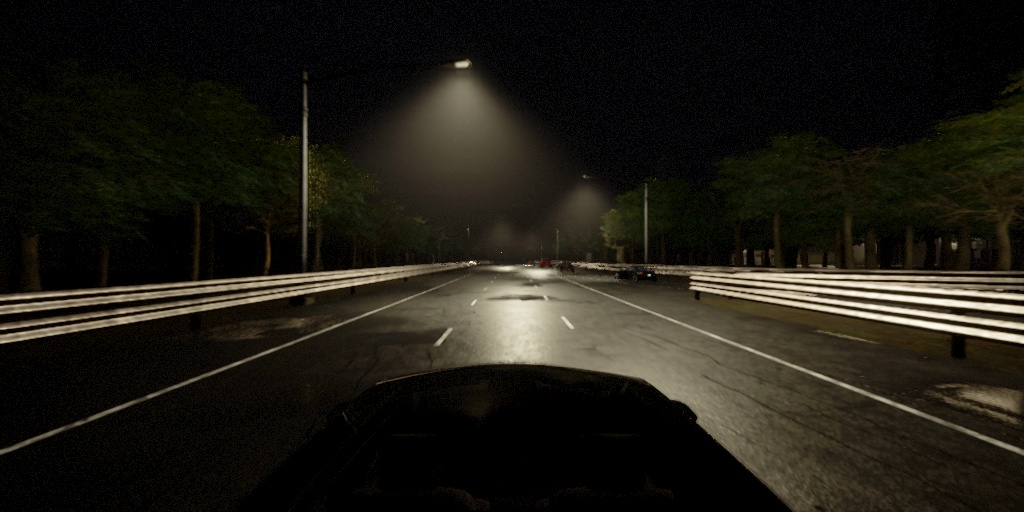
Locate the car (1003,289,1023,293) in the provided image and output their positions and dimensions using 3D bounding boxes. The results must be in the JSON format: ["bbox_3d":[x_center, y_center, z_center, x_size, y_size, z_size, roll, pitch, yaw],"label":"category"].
[{"bbox_3d":[18.969,1.267,11.032,1.895,1.301,4.718,0,-2,-26],"label":"car"}]

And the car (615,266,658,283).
[{"bbox_3d":[10.854,1.561,31.560,1.994,1.385,4.181,0,0,-14],"label":"car"}]

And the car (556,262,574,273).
[{"bbox_3d":[7.400,1.590,50.292,1.837,1.490,4.892,-1,0,-4],"label":"car"}]
